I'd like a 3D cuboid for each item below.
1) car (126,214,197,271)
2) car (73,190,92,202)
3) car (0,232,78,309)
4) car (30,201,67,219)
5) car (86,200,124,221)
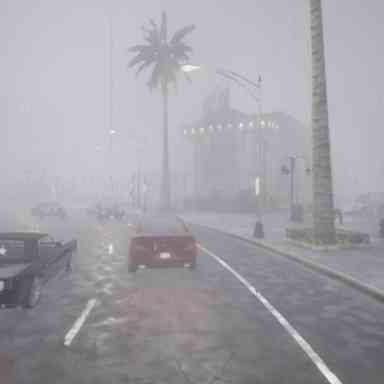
[{"bbox_3d":[-1.101,1.453,10.899,1.882,1.535,5.008,0,0,-10],"label":"car"},{"bbox_3d":[-20.803,1.054,63.161,4.553,1.767,2.185,0,0,33],"label":"car"},{"bbox_3d":[-4.028,1.570,7.622,1.895,1.301,4.718,0,0,-6],"label":"car"},{"bbox_3d":[-12.057,1.447,27.756,2.033,1.411,5.357,0,0,-37],"label":"car"},{"bbox_3d":[-6.972,1.524,26.249,1.895,1.301,4.718,0,0,-30],"label":"car"}]
